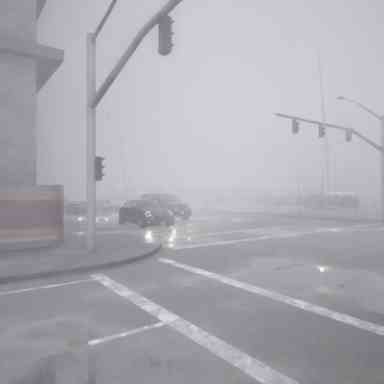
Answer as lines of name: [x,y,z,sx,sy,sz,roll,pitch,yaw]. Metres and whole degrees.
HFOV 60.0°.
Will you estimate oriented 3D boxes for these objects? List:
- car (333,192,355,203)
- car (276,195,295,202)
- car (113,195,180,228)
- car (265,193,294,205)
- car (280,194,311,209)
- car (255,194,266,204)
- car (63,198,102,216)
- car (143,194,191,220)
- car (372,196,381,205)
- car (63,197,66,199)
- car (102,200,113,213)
car: [35.926,1.135,78.719,3.866,1.878,1.905,0,0,-35]
car: [20.018,1.348,70.978,3.905,1.438,1.784,0,0,-35]
car: [-3.045,1.294,21.572,2.097,1.767,4.553,0,0,-36]
car: [14.147,1.352,53.183,3.905,1.438,1.784,0,0,-35]
car: [15.820,1.383,50.820,3.806,1.475,1.970,0,0,-35]
car: [12.555,1.141,55.343,4.605,1.855,1.932,0,0,-35]
car: [-10.719,1.542,32.243,1.895,1.301,4.718,0,0,-36]
car: [-2.327,1.162,26.560,2.150,2.045,5.566,0,0,-36]
car: [31.478,1.379,54.839,3.806,1.475,1.970,0,0,-35]
car: [-20.398,1.488,51.877,2.033,1.411,5.357,0,0,-36]
car: [-9.478,1.541,36.517,1.895,1.301,4.718,0,0,-36]
